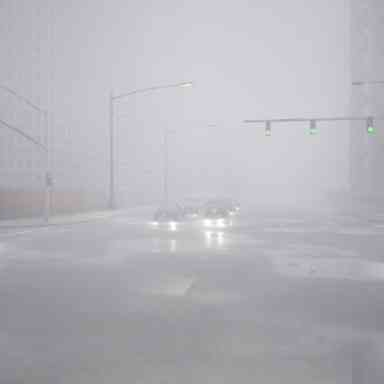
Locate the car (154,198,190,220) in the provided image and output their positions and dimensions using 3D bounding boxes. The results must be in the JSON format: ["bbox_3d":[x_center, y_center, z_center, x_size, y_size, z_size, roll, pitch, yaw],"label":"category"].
[{"bbox_3d":[-1.782,1.526,28.002,1.812,1.442,4.674,0,0,11],"label":"car"}]

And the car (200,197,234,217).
[{"bbox_3d":[2.420,1.492,31.289,2.128,1.511,4.902,0,0,11],"label":"car"}]

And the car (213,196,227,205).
[{"bbox_3d":[5.362,1.600,63.506,2.033,1.411,5.357,0,0,11],"label":"car"}]

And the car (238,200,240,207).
[{"bbox_3d":[6.305,1.526,50.766,1.812,1.442,4.674,0,0,11],"label":"car"}]

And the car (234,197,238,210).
[{"bbox_3d":[4.219,1.505,40.326,1.837,1.490,4.892,0,0,11],"label":"car"}]

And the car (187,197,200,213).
[{"bbox_3d":[-0.091,1.352,36.637,2.097,1.767,4.553,0,0,11],"label":"car"}]

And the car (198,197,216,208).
[{"bbox_3d":[2.205,1.478,48.131,1.882,1.535,5.008,0,0,11],"label":"car"}]
